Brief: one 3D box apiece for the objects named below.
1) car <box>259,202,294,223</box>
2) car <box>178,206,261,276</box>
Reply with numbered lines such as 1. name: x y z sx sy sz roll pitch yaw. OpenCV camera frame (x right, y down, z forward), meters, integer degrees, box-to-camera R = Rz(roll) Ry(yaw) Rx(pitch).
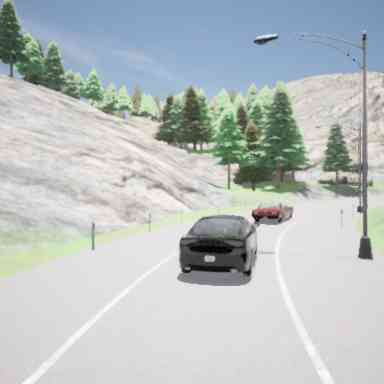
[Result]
1. car: 5.760 1.331 23.295 1.895 1.301 4.718 0 1 29
2. car: 0.998 1.421 10.377 1.882 1.535 5.008 0 1 14
